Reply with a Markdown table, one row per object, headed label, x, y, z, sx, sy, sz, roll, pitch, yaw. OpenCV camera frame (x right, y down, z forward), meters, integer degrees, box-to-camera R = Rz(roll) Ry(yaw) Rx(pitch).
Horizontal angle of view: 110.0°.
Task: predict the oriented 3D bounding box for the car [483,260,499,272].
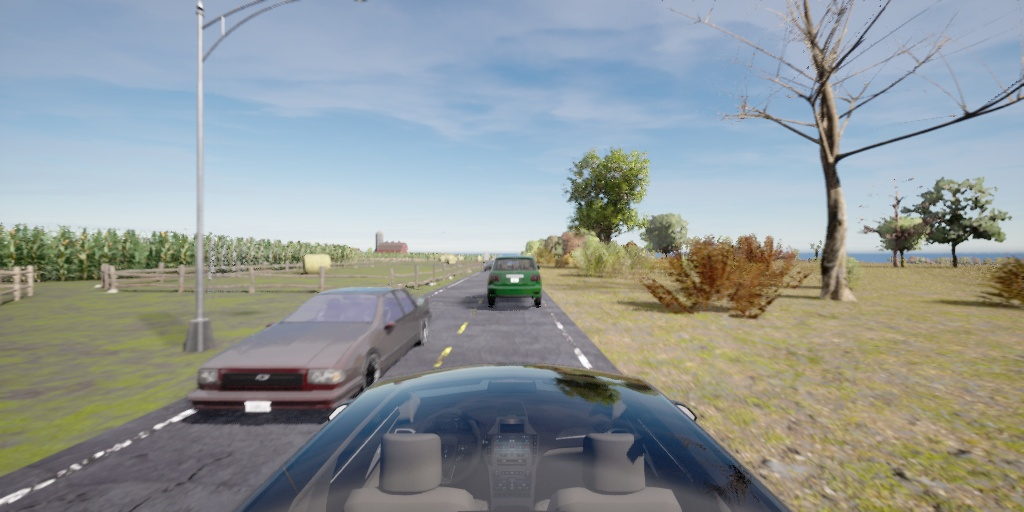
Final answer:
| label | x | y | z | sx | sy | sz | roll | pitch | yaw |
| --- | --- | --- | --- | --- | --- | --- | --- | --- | --- |
| car | -2.827 | 1.354 | 48.553 | 1.837 | 1.490 | 4.892 | 0 | 0 | 0 |

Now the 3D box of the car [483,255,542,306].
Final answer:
| label | x | y | z | sx | sy | sz | roll | pitch | yaw |
| --- | --- | --- | --- | --- | --- | --- | --- | --- | --- |
| car | 0.100 | 0.991 | 15.879 | 2.150 | 2.045 | 5.566 | 0 | 0 | 0 |

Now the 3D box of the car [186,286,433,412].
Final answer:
| label | x | y | z | sx | sy | sz | roll | pitch | yaw |
| --- | --- | --- | --- | --- | --- | --- | --- | --- | --- |
| car | -2.851 | 1.303 | 6.684 | 2.033 | 1.411 | 5.357 | 0 | 0 | 0 |
